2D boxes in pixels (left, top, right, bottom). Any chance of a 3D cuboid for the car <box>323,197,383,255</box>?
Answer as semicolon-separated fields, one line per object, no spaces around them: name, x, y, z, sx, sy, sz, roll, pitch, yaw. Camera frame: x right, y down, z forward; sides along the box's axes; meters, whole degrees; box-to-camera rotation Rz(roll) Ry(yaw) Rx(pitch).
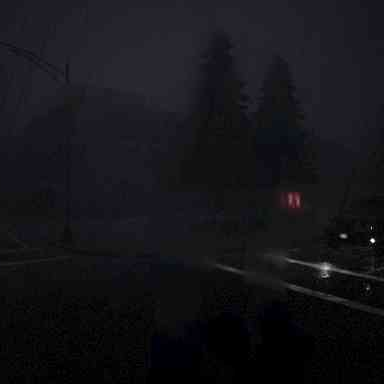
car;7.729;1.248;13.728;5.566;2.045;2.150;0;0;-37
